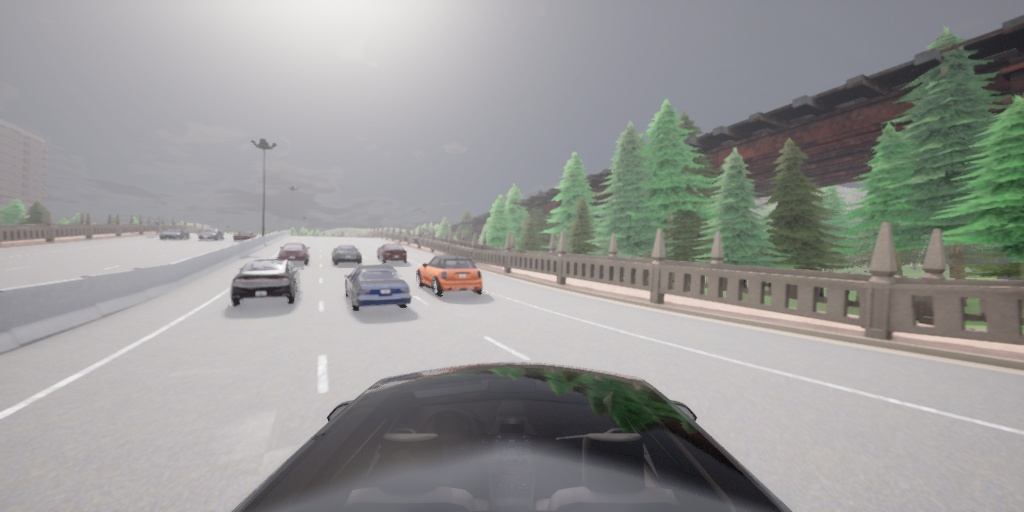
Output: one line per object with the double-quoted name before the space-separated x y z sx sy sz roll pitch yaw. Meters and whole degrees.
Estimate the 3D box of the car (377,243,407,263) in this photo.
"car" -10.225 -0.329 30.458 1.882 1.535 5.008 0 5 -28

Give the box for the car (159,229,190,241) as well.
"car" -41.408 -2.648 44.054 1.994 1.385 4.181 0 5 -28

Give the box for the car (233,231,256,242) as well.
"car" -35.123 -2.568 47.137 1.895 1.301 4.718 0 5 -28

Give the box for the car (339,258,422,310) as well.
"car" -5.162 1.046 13.505 2.033 1.411 5.357 0 3 -28

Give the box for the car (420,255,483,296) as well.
"car" -3.076 0.750 17.071 2.097 1.767 4.553 0 3 -28

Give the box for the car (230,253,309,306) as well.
"car" -9.238 0.871 13.747 2.128 1.511 4.902 0 3 -28

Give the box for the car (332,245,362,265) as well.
"car" -12.861 -0.168 27.946 1.994 1.385 4.181 0 5 -28

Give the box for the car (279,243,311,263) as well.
"car" -16.114 -0.249 26.614 1.812 1.442 4.674 0 5 -28

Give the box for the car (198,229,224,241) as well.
"car" -38.365 -2.718 45.780 2.128 1.511 4.902 0 5 -28
